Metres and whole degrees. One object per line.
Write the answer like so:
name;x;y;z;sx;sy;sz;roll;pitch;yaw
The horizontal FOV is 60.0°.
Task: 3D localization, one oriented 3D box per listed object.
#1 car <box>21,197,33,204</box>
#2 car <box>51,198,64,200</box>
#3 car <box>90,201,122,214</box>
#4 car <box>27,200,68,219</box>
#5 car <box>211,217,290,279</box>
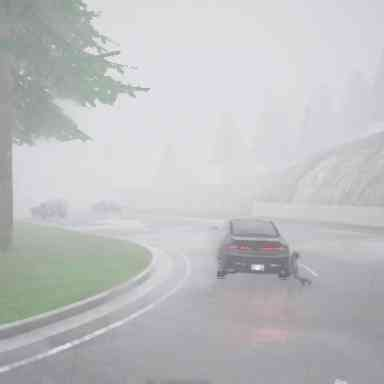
car;-33.449;1.621;67.636;1.994;1.385;4.181;0;0;-31
car;-16.308;1.548;40.152;1.837;1.490;4.892;0;0;-34
car;-9.468;1.644;36.304;1.895;1.301;4.718;0;0;-38
car;-12.612;1.631;29.074;1.895;1.301;4.718;0;0;-41
car;1.641;1.520;10.146;1.837;1.490;4.892;2;0;3
